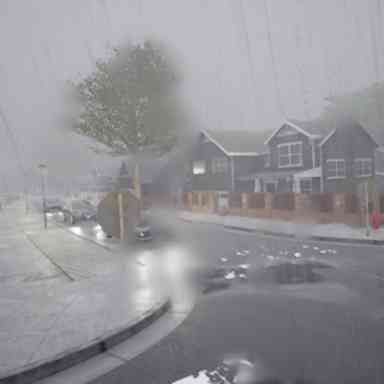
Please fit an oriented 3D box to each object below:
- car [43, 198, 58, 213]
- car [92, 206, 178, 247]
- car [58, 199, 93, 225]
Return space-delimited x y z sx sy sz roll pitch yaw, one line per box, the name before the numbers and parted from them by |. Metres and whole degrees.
car | -14.976 1.410 35.900 2.033 1.411 5.357 -4 2 -29
car | -2.679 1.481 15.311 2.033 1.411 5.357 -4 2 -32
car | -8.130 1.404 24.137 1.837 1.490 4.892 -4 3 -31
